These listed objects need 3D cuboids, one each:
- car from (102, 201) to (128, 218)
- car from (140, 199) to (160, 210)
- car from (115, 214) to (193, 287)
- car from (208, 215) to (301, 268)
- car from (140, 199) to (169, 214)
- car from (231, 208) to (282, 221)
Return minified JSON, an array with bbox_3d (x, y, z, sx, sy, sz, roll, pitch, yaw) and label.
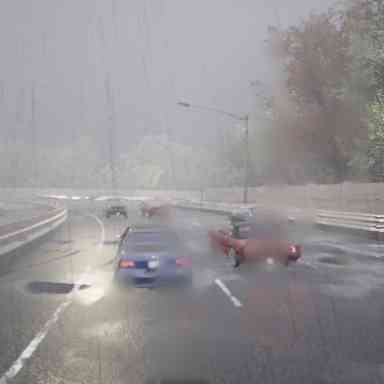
[{"bbox_3d":[-7.250,1.620,31.067,1.837,1.490,4.892,1,-1,-21],"label":"car"},{"bbox_3d":[-6.177,1.790,48.624,1.812,1.442,4.674,1,0,-20],"label":"car"},{"bbox_3d":[-1.204,1.600,9.551,2.033,1.411,5.357,1,0,-10],"label":"car"},{"bbox_3d":[1.908,1.722,11.825,1.895,1.301,4.718,1,0,-10],"label":"car"},{"bbox_3d":[-3.594,1.655,31.373,1.882,1.535,5.008,1,-1,-21],"label":"car"},{"bbox_3d":[3.633,1.704,20.116,2.128,1.511,4.902,1,0,-14],"label":"car"}]
